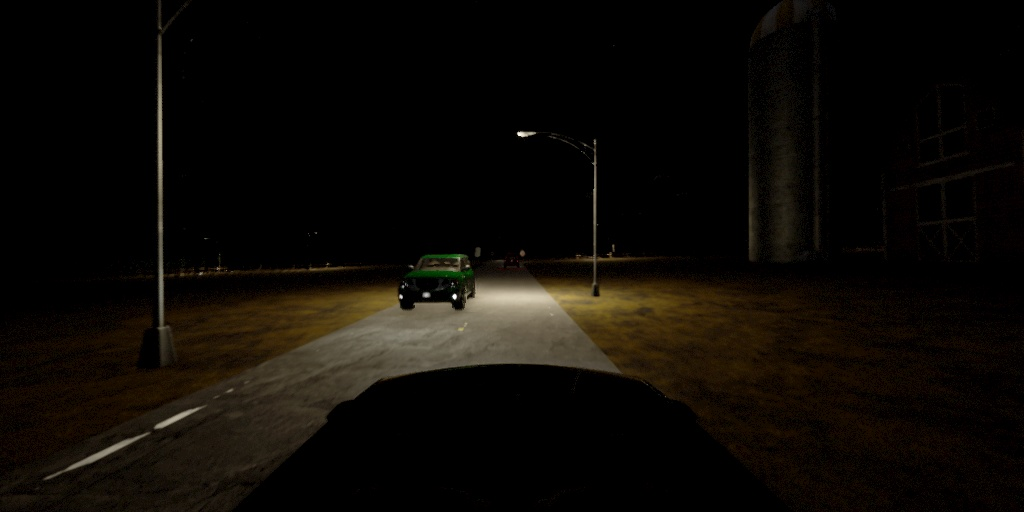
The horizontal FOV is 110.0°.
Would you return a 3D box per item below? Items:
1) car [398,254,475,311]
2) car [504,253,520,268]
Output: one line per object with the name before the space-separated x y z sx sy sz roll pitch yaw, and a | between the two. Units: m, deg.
car | -2.804 0.930 14.588 2.150 2.045 5.566 0 0 0
car | -0.025 0.702 48.647 2.097 1.767 4.553 0 1 0
